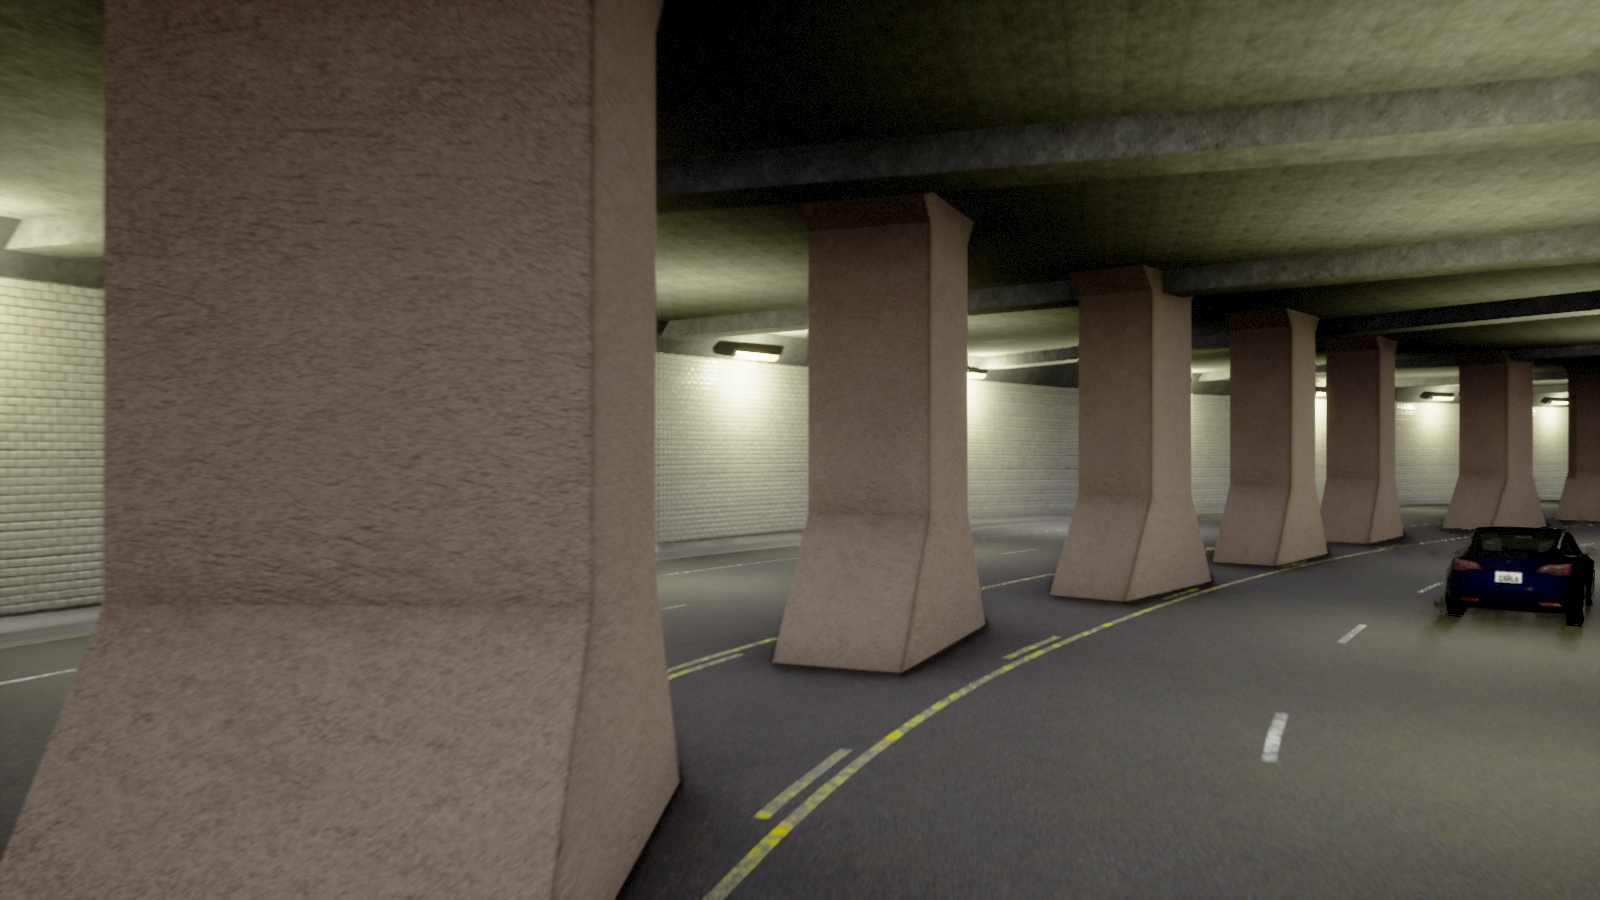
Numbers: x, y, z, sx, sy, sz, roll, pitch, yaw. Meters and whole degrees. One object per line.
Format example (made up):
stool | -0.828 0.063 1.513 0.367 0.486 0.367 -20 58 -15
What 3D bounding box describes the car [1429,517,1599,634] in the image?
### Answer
car | 12.613 2.068 20.004 2.163 1.488 4.792 0 0 37
